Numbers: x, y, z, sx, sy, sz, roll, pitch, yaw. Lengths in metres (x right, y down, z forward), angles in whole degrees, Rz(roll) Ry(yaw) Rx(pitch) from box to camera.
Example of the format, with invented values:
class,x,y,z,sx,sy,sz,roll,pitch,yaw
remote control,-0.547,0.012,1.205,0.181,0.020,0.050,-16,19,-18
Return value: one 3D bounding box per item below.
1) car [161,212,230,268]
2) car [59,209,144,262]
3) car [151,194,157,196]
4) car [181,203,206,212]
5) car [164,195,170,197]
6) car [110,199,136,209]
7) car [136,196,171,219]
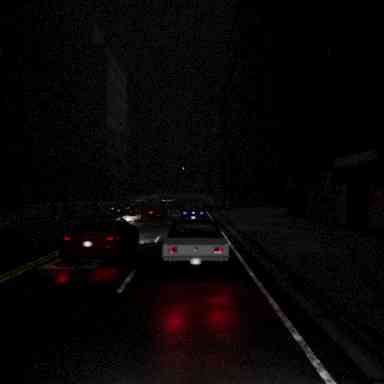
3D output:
class,x,y,z,sx,sy,sz,roll,pitch,yaw
car,0.102,1.572,11.130,1.895,1.301,4.718,0,0,0
car,-3.149,1.533,12.037,1.994,1.385,4.181,0,0,0
car,-9.746,1.330,85.124,1.812,1.442,4.674,0,0,0
car,0.102,1.538,26.081,1.895,1.301,4.718,0,0,0
car,-6.496,1.345,85.124,2.033,1.411,5.357,0,0,0
car,-6.506,1.434,31.992,1.837,1.490,4.892,0,0,0
car,-3.131,1.411,27.918,1.882,1.535,5.008,0,0,0
